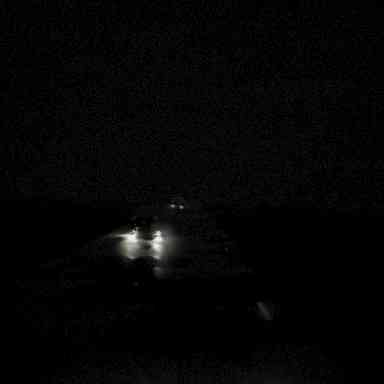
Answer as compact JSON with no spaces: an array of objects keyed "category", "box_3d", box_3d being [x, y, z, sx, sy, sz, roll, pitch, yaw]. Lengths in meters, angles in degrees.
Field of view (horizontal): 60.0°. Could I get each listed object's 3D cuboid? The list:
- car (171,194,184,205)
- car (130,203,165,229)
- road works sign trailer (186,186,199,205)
[{"category":"car","box_3d":[-2.763,1.433,64.208,2.150,2.045,5.566,0,0,0]},{"category":"car","box_3d":[-2.849,1.527,22.157,1.882,1.535,5.008,0,0,0]},{"category":"road works sign trailer","box_3d":[0.046,0.617,64.418,2.380,3.560,2.880,1,-2,0]}]
